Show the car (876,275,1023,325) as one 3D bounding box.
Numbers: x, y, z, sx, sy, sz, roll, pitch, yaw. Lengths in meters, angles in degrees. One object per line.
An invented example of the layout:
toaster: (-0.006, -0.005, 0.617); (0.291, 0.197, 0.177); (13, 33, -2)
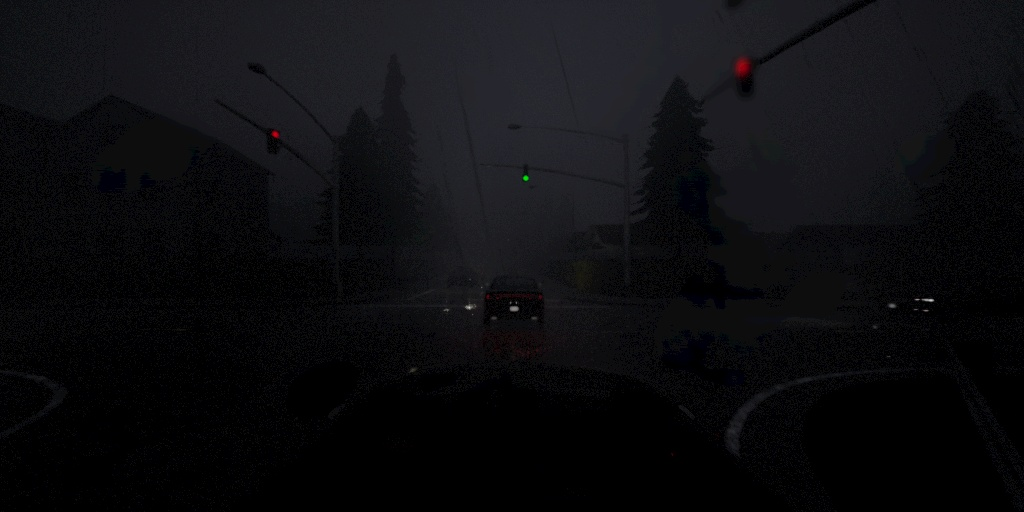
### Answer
car: (15.045, 1.385, 11.900); (4.902, 1.511, 2.128); (0, -1, 0)

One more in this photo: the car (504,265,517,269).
car: (-0.252, 1.997, 51.762); (1.994, 1.385, 4.181); (0, -1, -2)

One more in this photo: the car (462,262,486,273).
car: (-3.724, 1.714, 37.560); (1.882, 1.535, 5.008); (0, -1, 0)

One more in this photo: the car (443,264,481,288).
car: (-3.686, 1.573, 27.239); (1.882, 1.535, 5.008); (0, -1, 0)

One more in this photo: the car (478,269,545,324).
car: (0.056, 1.373, 12.618); (1.882, 1.535, 5.008); (0, -1, 0)
